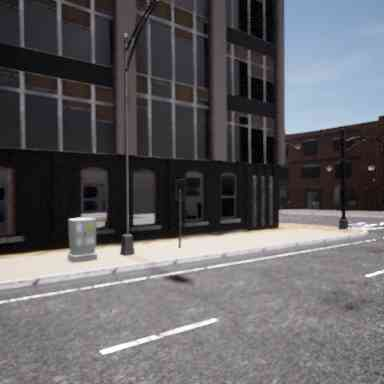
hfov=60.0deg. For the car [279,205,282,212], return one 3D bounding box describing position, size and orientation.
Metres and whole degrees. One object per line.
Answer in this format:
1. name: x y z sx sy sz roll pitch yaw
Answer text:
1. car: 8.918 1.957 40.772 2.008 1.369 4.403 -2 0 -37
